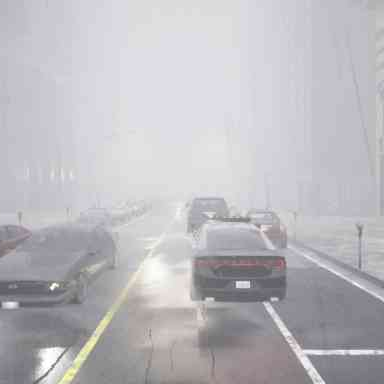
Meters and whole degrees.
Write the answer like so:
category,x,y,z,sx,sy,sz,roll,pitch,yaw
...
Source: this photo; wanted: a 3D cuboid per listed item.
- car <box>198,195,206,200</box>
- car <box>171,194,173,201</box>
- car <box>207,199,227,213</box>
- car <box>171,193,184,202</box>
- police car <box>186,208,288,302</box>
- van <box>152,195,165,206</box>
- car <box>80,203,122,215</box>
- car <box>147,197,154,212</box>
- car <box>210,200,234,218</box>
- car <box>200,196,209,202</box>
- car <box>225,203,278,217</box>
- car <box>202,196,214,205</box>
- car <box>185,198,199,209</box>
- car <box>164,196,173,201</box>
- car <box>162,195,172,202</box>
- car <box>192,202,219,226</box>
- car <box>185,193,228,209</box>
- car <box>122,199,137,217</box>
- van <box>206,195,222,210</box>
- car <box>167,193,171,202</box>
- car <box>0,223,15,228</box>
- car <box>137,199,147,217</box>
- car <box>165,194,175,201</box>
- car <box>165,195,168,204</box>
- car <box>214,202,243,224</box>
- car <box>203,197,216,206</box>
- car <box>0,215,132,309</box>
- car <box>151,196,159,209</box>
category,x,y,z,sx,sy,sz,roll,pitch,yaw
car,2.758,1.586,93.077,1.947,1.339,4.313,0,0,0
car,-5.765,1.579,70.657,1.947,1.339,4.313,0,0,0
car,2.763,1.551,37.055,1.887,1.381,4.507,0,0,0
car,-3.006,1.506,74.813,2.128,1.511,4.902,0,0,0
police car,0.899,1.426,8.437,1.930,1.638,5.238,0,0,0
van,-5.763,1.351,53.852,1.690,1.788,3.998,0,0,0
car,-5.761,1.585,20.240,1.802,1.307,4.206,0,0,0
car,-5.763,1.551,37.045,1.887,1.381,4.507,0,0,0
car,2.763,1.550,31.453,1.887,1.381,4.507,0,0,0
car,2.760,1.560,76.270,1.887,1.381,4.507,0,0,0
car,2.765,1.442,14.646,1.967,1.590,4.097,0,0,0
car,2.761,1.451,59.464,1.967,1.590,4.097,0,0,0
car,0.036,1.534,46.648,1.812,1.442,4.674,0,0,0
car,-5.766,1.582,81.860,1.947,1.339,4.313,0,0,0
car,-5.765,1.455,76.258,1.967,1.590,4.097,0,0,0
car,0.898,1.530,24.327,1.812,1.442,4.674,0,0,0
car,0.819,1.226,18.349,2.150,2.045,5.566,0,0,-1
car,-5.762,1.529,25.672,1.752,1.417,4.829,0,0,0
van,2.763,1.348,42.657,1.690,1.788,3.998,0,0,0
car,-5.765,1.452,65.055,1.967,1.590,4.097,0,0,0
car,-5.760,1.545,9.037,1.887,1.381,4.507,0,0,0
car,-5.762,1.445,31.444,1.967,1.590,4.097,0,0,0
car,-5.766,1.333,87.462,2.192,1.841,5.009,0,0,0
car,-5.765,1.593,59.453,1.802,1.307,4.206,0,0,0
car,2.764,1.529,26.021,1.752,1.417,4.829,0,0,0
car,2.761,1.554,53.862,1.887,1.381,4.507,0,0,0
car,-3.102,1.548,8.343,2.033,1.411,5.357,0,0,0
car,-5.763,1.552,42.648,1.887,1.381,4.507,0,0,0
